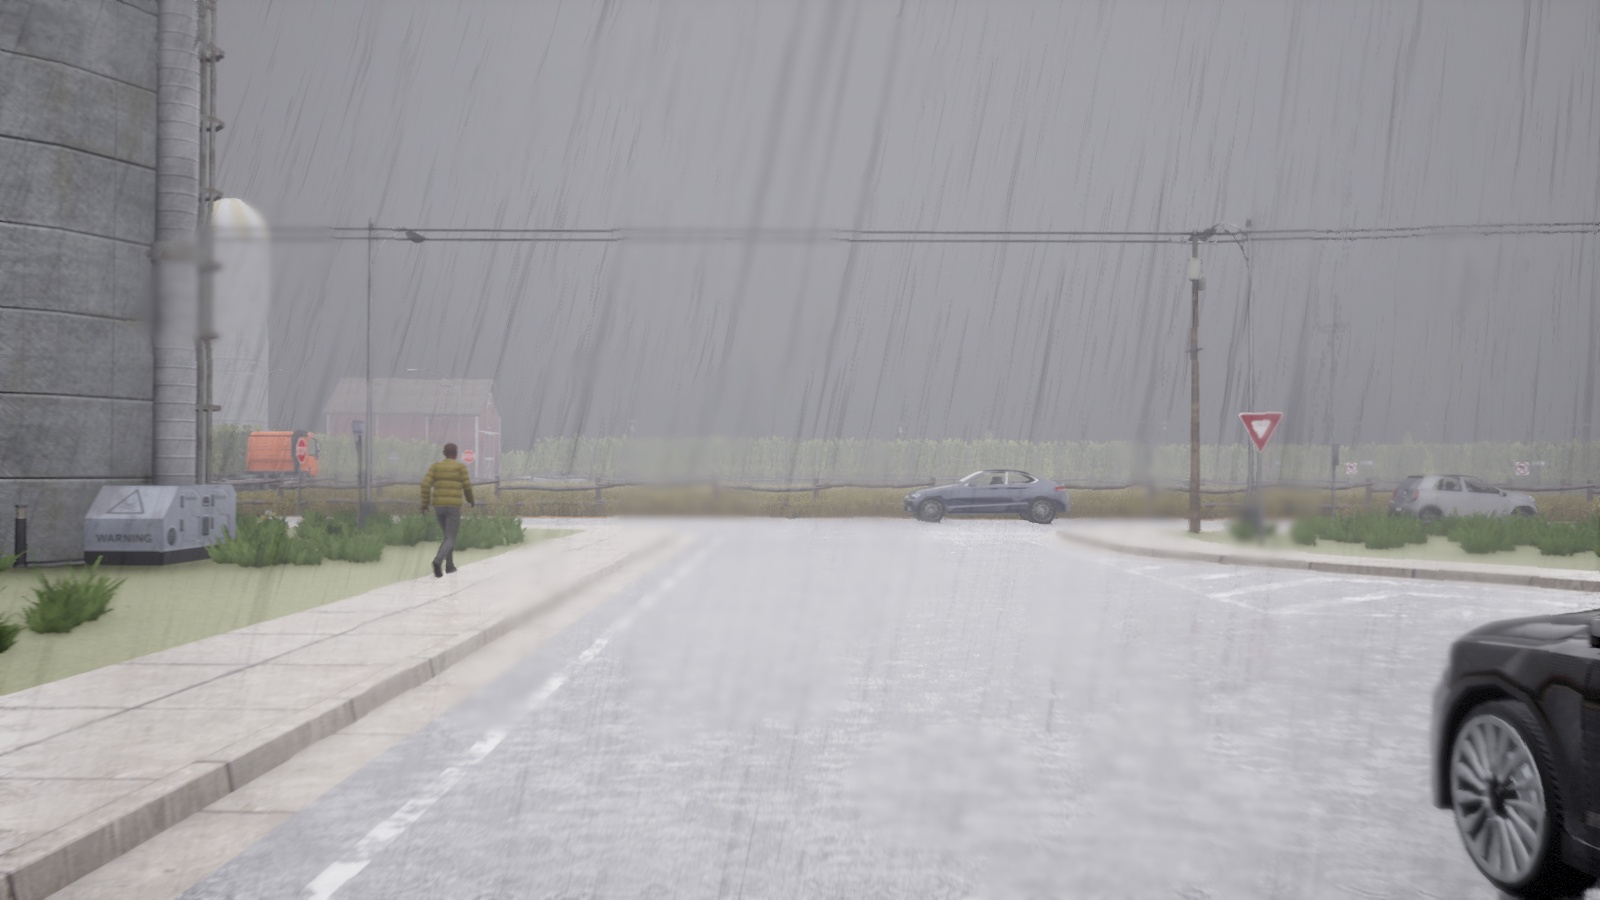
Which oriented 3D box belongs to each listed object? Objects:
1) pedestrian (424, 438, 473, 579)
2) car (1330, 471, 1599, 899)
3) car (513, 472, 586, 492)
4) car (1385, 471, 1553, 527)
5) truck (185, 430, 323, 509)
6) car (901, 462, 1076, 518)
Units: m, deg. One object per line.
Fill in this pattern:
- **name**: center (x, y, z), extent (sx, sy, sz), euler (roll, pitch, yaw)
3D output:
- **pedestrian**: center (-4.686, 0.769, 16.755), extent (0.370, 1.835, 0.726), euler (0, -1, 8)
- **car**: center (3.492, 0.812, 3.265), extent (2.128, 1.511, 4.902), euler (0, -1, 0)
- **car**: center (-17.528, 2.235, 87.914), extent (4.718, 1.301, 1.895), euler (0, -1, 1)
- **car**: center (18.463, 1.337, 34.762), extent (3.633, 1.501, 1.845), euler (0, -1, -1)
- **truck**: center (-25.403, 0.916, 58.974), extent (2.891, 3.462, 7.936), euler (0, -1, 1)
- **car**: center (5.687, 1.214, 38.428), extent (5.027, 1.651, 2.152), euler (0, -1, 1)
